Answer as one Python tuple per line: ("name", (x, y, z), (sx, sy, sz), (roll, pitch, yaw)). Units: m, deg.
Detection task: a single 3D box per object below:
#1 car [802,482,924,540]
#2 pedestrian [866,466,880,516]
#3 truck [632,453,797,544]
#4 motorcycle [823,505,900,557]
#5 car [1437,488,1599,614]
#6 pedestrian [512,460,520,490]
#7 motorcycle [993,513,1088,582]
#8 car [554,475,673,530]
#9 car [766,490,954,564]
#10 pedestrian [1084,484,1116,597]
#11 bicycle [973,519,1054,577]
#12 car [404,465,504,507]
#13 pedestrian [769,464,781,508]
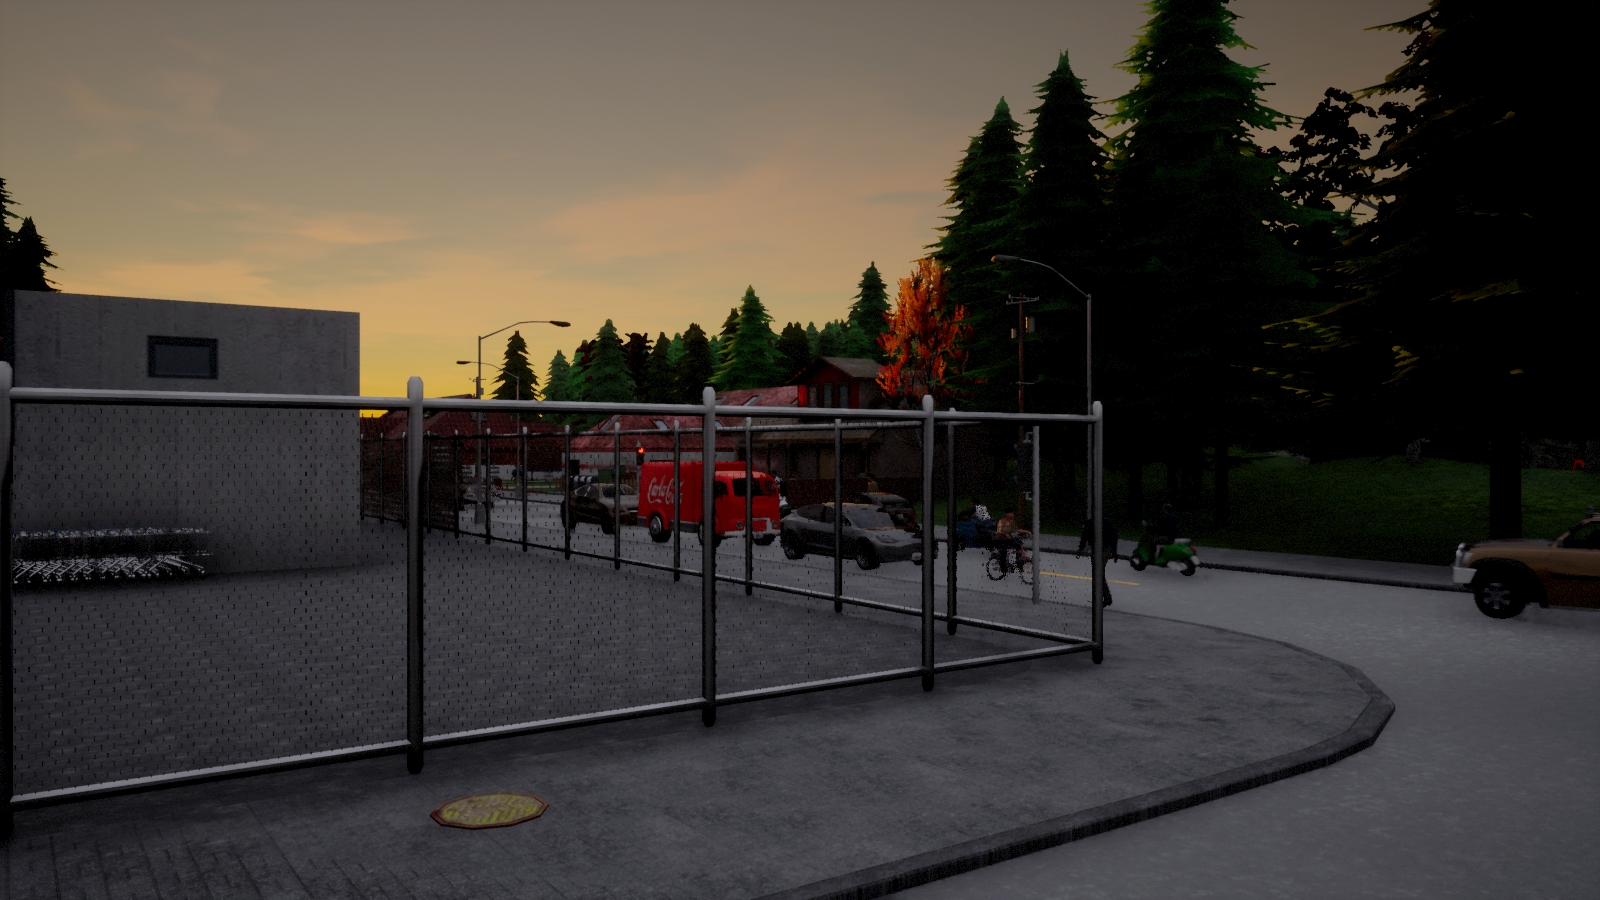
("car", (1.867, 1.802, 34.631), (1.789, 1.549, 3.705), (0, 0, -35))
("pedestrian", (2.726, 1.521, 42.704), (0.375, 1.860, 0.375), (0, 0, -32))
("truck", (-2.653, 1.343, 34.158), (2.627, 2.467, 5.204), (0, 0, -35))
("motorcycle", (1.514, 1.991, 28.451), (0.803, 1.145, 2.033), (0, 1, -36))
("car", (13.163, 1.641, 18.633), (4.605, 1.855, 1.932), (0, 1, 37))
("pedestrian", (-17.318, 1.519, 69.667), (0.375, 1.860, 0.375), (0, 0, 14))
("motorcycle", (4.901, 1.959, 23.355), (0.856, 1.236, 1.805), (0, 0, -35))
("car", (-6.576, 1.769, 39.829), (2.152, 1.651, 5.027), (0, 0, -35))
("car", (1.378, 1.840, 28.380), (2.163, 1.488, 4.792), (0, 0, -35))
("pedestrian", (5.040, 1.515, 19.218), (0.375, 1.860, 0.375), (0, 0, -43))
("bicycle", (4.457, 2.033, 23.956), (0.859, 1.080, 1.487), (0, 0, -35))
("car", (-16.055, 1.641, 52.970), (4.605, 1.855, 1.932), (0, -2, 34))
("pedestrian", (-1.060, 1.520, 48.184), (0.375, 1.860, 0.375), (0, 0, -35))
